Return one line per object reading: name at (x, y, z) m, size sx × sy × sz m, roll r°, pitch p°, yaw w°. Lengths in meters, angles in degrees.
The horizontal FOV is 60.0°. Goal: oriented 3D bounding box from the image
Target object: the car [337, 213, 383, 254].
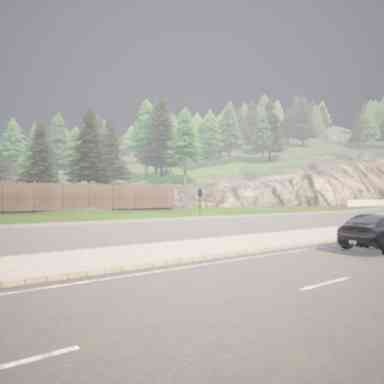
car at (7.987, 1.641, 13.861) m, size 4.892 × 1.490 × 1.837 m, roll 0°, pitch 0°, yaw -35°
